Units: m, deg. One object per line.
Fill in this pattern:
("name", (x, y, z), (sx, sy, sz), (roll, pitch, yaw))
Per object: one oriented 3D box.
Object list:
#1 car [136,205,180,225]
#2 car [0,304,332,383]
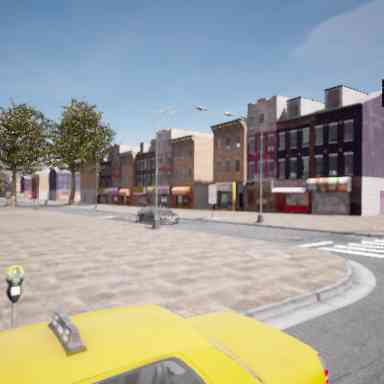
("car", (-2.734, 1.764, 25.751), (1.812, 1.442, 4.674), (1, -1, -35))
("car", (-1.046, 1.523, 2.047), (4.829, 1.417, 1.752), (0, 1, -35))
